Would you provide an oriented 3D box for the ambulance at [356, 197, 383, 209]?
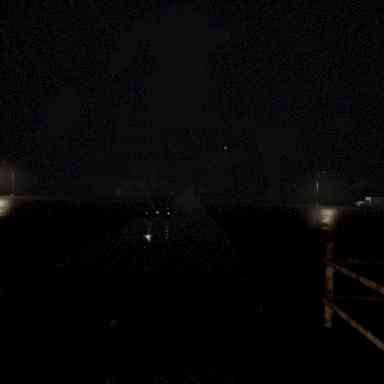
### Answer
[{"bbox_3d":[39.380,2.314,72.696,6.366,2.431,2.351,2,1,0],"label":"ambulance"}]

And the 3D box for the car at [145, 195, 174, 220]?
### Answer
[{"bbox_3d":[-2.850,1.345,30.257,2.150,2.045,5.566,0,0,0],"label":"car"}]
